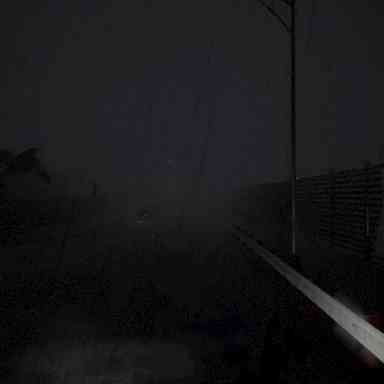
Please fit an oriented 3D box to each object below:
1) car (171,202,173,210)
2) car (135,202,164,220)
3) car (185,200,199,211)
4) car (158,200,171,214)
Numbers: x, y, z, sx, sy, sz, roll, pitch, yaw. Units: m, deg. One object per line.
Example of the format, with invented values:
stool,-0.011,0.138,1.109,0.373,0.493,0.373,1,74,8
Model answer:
car,-4.051,2.036,51.799,1.882,1.535,5.008,0,-1,0
car,-4.096,1.904,31.465,1.994,1.385,4.181,0,-1,0
car,0.004,2.057,51.268,1.837,1.490,4.892,0,-1,0
car,-4.089,1.926,41.537,1.882,1.535,5.008,0,-1,0
